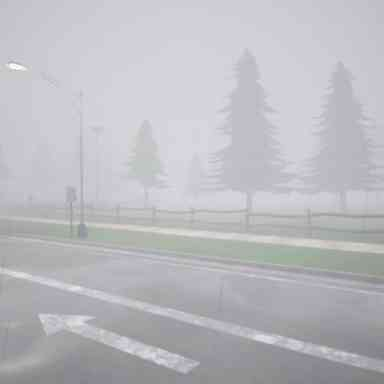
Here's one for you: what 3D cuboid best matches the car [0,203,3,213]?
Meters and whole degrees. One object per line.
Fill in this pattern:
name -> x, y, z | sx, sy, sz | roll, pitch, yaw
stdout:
car -> -26.381, 2.177, 48.072 | 1.812, 1.442, 4.674 | -1, -1, 35

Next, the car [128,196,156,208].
car -> -8.770, 1.913, 60.908 | 2.097, 1.767, 4.553 | -1, -1, 35

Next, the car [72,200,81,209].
car -> -16.997, 2.131, 55.312 | 1.812, 1.442, 4.674 | -1, -1, 35

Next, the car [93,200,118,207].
car -> -17.373, 2.294, 66.803 | 1.895, 1.301, 4.718 | -1, -1, 35

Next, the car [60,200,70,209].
car -> -19.616, 2.145, 57.664 | 2.128, 1.511, 4.902 | -1, -1, 35

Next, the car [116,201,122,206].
car -> -13.280, 2.216, 66.541 | 1.994, 1.385, 4.181 | -1, -1, 35

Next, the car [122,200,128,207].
car -> -10.295, 1.828, 64.770 | 2.150, 2.045, 5.566 | -1, -1, 35

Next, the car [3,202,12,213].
car -> -23.195, 2.206, 46.517 | 1.895, 1.301, 4.718 | -1, -1, 35

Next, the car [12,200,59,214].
car -> -20.666, 1.910, 44.040 | 2.097, 1.767, 4.553 | -1, 0, 35

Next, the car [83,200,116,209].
car -> -14.685, 2.124, 52.534 | 1.994, 1.385, 4.181 | -1, -1, 35
